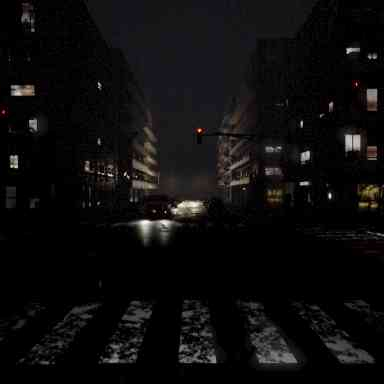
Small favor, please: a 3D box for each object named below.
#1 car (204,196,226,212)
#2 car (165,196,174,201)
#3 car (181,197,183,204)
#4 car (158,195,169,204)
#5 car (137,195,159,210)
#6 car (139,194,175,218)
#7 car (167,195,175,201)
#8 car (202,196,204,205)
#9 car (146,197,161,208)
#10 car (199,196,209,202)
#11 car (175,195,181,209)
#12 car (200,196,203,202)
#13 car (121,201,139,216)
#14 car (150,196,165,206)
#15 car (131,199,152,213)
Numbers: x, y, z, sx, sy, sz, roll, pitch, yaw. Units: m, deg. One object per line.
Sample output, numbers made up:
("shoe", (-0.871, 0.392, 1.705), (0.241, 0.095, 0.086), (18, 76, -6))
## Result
("car", (2.726, 1.448, 37.916), (1.967, 1.590, 4.097), (0, 0, 0))
("car", (-5.612, 1.589, 83.380), (2.008, 1.369, 4.403), (0, 0, 0))
("car", (-2.937, 1.387, 65.066), (2.097, 1.767, 4.553), (0, 0, 0))
("car", (-5.628, 1.464, 66.335), (1.967, 1.590, 4.097), (0, 0, 0))
("car", (-5.649, 1.326, 43.604), (2.192, 1.841, 5.009), (0, 0, 0))
("car", (-3.090, 1.226, 30.210), (2.150, 2.045, 5.566), (0, 0, 1))
("car", (-5.607, 1.594, 89.063), (2.008, 1.369, 4.403), (0, 0, 0))
("car", (2.731, 1.451, 43.598), (1.967, 1.590, 4.097), (0, 0, 0))
("car", (-5.644, 1.539, 49.117), (1.752, 1.417, 4.829), (0, 0, 0))
("car", (2.763, 1.584, 77.693), (2.008, 1.369, 4.403), (0, 0, 0))
("car", (-3.051, 1.362, 45.586), (2.097, 1.767, 4.553), (0, 0, 0))
("car", (2.742, 1.598, 54.963), (1.802, 1.307, 4.206), (0, 0, 0))
("car", (-5.660, 1.572, 32.239), (1.947, 1.339, 4.313), (0, 0, 0))
("car", (-5.638, 1.457, 54.969), (1.967, 1.590, 4.097), (0, 0, 0))
("car", (-5.655, 1.533, 37.752), (1.752, 1.417, 4.829), (0, 0, 0))
